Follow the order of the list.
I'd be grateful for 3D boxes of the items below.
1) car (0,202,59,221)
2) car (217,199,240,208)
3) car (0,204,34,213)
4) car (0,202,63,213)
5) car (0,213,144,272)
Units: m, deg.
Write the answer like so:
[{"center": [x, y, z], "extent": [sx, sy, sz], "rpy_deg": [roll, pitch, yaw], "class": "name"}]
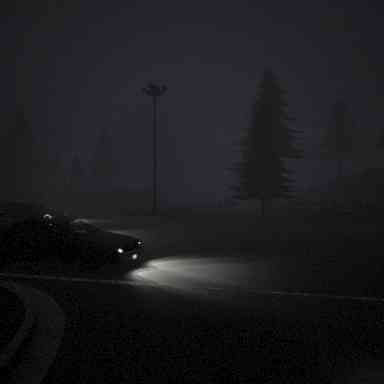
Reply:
[{"center": [-13.245, 1.564, 27.007], "extent": [4.181, 1.385, 1.994], "rpy_deg": [0, 0, 13], "class": "car"}, {"center": [5.274, 1.547, 47.617], "extent": [2.033, 1.411, 5.357], "rpy_deg": [0, 0, 26], "class": "car"}, {"center": [-10.343, 1.477, 15.554], "extent": [5.008, 1.535, 1.882], "rpy_deg": [0, 0, 13], "class": "car"}, {"center": [-9.323, 1.351, 18.909], "extent": [4.553, 1.767, 2.097], "rpy_deg": [0, 0, 13], "class": "car"}, {"center": [-4.315, 1.547, 10.561], "extent": [5.357, 1.411, 2.033], "rpy_deg": [0, 0, 13], "class": "car"}]
